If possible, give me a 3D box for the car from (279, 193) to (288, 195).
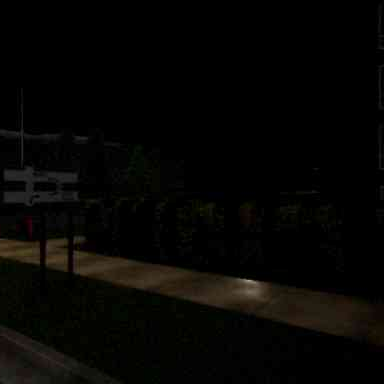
[{"bbox_3d":[17.761,1.228,64.952,2.150,2.045,5.566,0,0,36],"label":"car"}]
